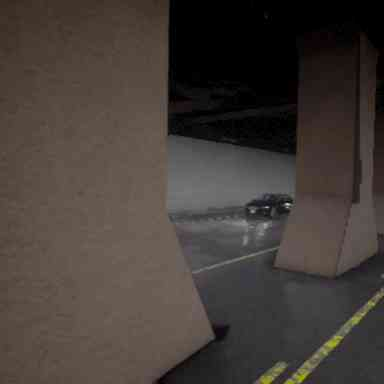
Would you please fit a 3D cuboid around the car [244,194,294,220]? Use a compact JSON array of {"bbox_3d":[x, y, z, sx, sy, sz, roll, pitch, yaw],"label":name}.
[{"bbox_3d":[5.298,0.878,21.914,2.128,1.511,4.902,3,2,41],"label":"car"}]
